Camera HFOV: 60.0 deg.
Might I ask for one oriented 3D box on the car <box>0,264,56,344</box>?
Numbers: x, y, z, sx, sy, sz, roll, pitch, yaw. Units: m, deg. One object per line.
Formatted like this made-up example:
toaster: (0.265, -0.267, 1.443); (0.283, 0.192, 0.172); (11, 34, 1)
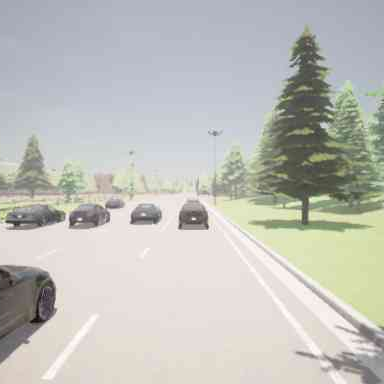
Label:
car: (-3.399, 1.522, 4.178); (1.812, 1.442, 4.674); (0, 0, 0)

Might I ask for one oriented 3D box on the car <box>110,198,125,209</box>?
car: (-10.400, 1.529, 45.163); (1.994, 1.385, 4.181); (0, 0, 0)

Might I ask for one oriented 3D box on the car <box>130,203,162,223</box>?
car: (-3.400, 1.544, 25.283); (1.994, 1.385, 4.181); (0, 0, 0)

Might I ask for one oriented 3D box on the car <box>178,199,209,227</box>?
car: (0.099, 1.460, 22.453); (1.882, 1.535, 5.008); (0, 0, 0)

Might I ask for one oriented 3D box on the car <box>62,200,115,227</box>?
car: (-6.899, 1.508, 22.716); (1.812, 1.442, 4.674); (0, 0, 0)

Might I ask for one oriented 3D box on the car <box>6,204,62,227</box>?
car: (-10.400, 1.530, 22.579); (2.033, 1.411, 5.357); (0, 0, 0)
